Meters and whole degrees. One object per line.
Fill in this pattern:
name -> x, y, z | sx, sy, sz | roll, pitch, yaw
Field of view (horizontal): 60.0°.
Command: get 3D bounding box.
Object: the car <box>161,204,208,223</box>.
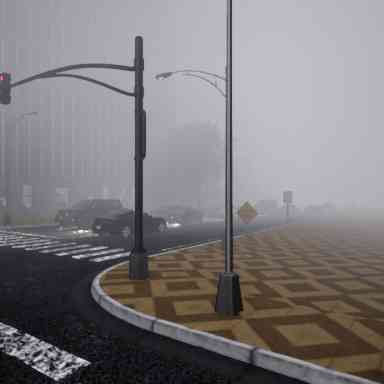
car -> -0.648, 2.033, 30.321 | 1.994, 1.385, 4.181 | 0, -1, 32

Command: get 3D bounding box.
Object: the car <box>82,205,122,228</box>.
car -> -5.177, 1.883, 23.254 | 1.994, 1.385, 4.181 | 0, -1, 32

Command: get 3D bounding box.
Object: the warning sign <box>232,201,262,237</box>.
warning sign -> 3.069, 1.454, 18.572 | 1.300, 1.860, 1.060 | 1, 1, 33

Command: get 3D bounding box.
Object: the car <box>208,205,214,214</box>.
car -> 3.022, 2.279, 42.043 | 1.895, 1.301, 4.718 | 0, -1, 32

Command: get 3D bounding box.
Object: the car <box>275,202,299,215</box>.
car -> 13.533, 2.374, 46.140 | 1.812, 1.442, 4.674 | 0, -1, 33

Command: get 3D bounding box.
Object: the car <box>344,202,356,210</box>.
car -> 31.409, 2.770, 65.976 | 1.801, 1.575, 5.366 | 0, -1, 33

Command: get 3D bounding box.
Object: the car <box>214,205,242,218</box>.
car -> 4.809, 2.251, 38.816 | 1.895, 1.301, 4.718 | 0, -1, 33

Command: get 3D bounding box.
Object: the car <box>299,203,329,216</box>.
car -> 16.469, 2.406, 44.693 | 2.033, 1.411, 5.357 | 0, -1, 33

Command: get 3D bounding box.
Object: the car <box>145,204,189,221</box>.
car -> -2.451, 2.001, 33.520 | 1.837, 1.490, 4.892 | 0, -1, 33

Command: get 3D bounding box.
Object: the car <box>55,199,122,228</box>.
car -> -7.627, 1.547, 25.450 | 2.150, 2.045, 5.566 | 0, -1, 33

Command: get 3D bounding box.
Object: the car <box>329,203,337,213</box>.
car -> 21.757, 2.537, 53.031 | 1.837, 1.490, 4.892 | 0, -1, 33

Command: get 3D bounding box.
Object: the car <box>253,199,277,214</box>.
car -> 10.650, 2.064, 47.846 | 2.150, 2.045, 5.566 | 0, -1, 33

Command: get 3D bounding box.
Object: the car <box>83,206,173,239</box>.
car -> -3.505, 1.758, 19.378 | 1.882, 1.535, 5.008 | 0, -1, 34
